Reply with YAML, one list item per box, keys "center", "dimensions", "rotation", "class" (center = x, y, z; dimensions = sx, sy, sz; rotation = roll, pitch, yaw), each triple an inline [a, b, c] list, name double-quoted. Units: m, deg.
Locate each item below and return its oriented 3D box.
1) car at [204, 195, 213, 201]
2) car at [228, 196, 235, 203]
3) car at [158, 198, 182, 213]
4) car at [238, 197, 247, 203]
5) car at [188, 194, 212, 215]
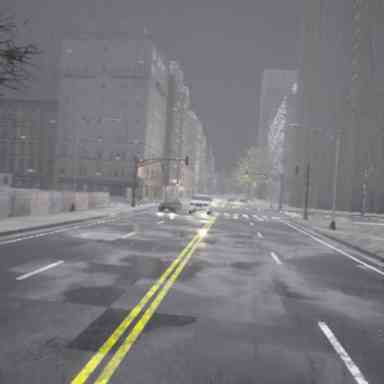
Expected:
- center: [4.737, 1.831, 95.529]
  dimensions: [2.128, 1.511, 4.902]
  rotation: [4, 0, 7]
  class: "car"
- center: [10.777, 2.107, 91.284]
  dimensions: [2.128, 1.511, 4.902]
  rotation: [4, 0, 7]
  class: "car"
- center: [-2.248, 1.417, 36.000]
  dimensions: [2.033, 1.411, 5.357]
  rotation: [4, 0, 7]
  class: "car"
- center: [13.998, 2.309, 90.904]
  dimensions: [1.812, 1.442, 4.674]
  rotation: [4, 0, 7]
  class: "car"
- center: [0.987, 1.295, 35.587]
  dimensions: [2.150, 2.045, 5.566]
  rotation: [4, 0, 7]
  class: "car"
